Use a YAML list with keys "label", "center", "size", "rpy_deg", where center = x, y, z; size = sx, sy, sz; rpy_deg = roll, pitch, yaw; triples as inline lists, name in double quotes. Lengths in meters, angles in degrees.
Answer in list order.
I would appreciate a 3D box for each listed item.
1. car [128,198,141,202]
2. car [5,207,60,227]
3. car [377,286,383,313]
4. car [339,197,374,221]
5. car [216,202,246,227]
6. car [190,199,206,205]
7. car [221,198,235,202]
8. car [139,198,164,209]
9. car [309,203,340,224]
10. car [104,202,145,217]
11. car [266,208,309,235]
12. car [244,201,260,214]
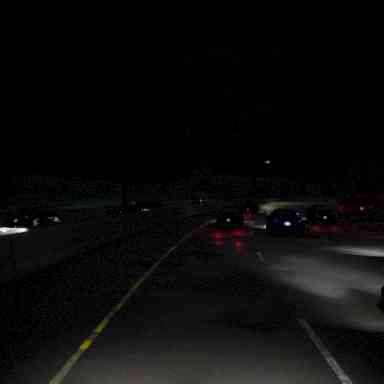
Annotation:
- label: "car"
  center: [-9.666, 1.846, 56.930]
  size: [2.097, 1.767, 4.553]
  rpy_deg: [0, -1, 21]
- label: "car"
  center: [-11.601, 1.769, 24.498]
  size: [1.994, 1.385, 4.181]
  rpy_deg: [0, -1, 10]
- label: "car"
  center: [3.743, 1.633, 3.043]
  size: [1.895, 1.301, 4.718]
  rpy_deg: [0, -1, 2]
- label: "car"
  center: [14.920, 1.508, 30.526]
  size: [2.150, 2.045, 5.566]
  rpy_deg: [0, -1, 14]
- label: "car"
  center: [2.884, 1.750, 24.857]
  size: [1.812, 1.442, 4.674]
  rpy_deg: [0, -1, 10]
- label: "car"
  center: [1.173, 2.139, 64.862]
  size: [1.994, 1.385, 4.181]
  rpy_deg: [0, -1, 23]
- label: "car"
  center: [7.848, 2.021, 71.658]
  size: [2.033, 1.411, 5.357]
  rpy_deg: [0, -1, 23]
- label: "car"
  center: [-6.460, 2.086, 55.580]
  size: [1.895, 1.301, 4.718]
  rpy_deg: [0, -1, 22]
- label: "car"
  center: [10.595, 1.781, 27.490]
  size: [1.812, 1.442, 4.674]
  rpy_deg: [0, -1, 13]
- label: "car"
  center: [-6.549, 1.877, 31.891]
  size: [1.895, 1.301, 4.718]
  rpy_deg: [0, -1, 13]
- label: "car"
  center: [5.614, 1.751, 20.361]
  size: [1.994, 1.385, 4.181]
  rpy_deg: [0, -1, 9]
- label: "car"
  center: [7.275, 1.879, 41.511]
  size: [1.837, 1.490, 4.892]
  rpy_deg: [0, -1, 18]
